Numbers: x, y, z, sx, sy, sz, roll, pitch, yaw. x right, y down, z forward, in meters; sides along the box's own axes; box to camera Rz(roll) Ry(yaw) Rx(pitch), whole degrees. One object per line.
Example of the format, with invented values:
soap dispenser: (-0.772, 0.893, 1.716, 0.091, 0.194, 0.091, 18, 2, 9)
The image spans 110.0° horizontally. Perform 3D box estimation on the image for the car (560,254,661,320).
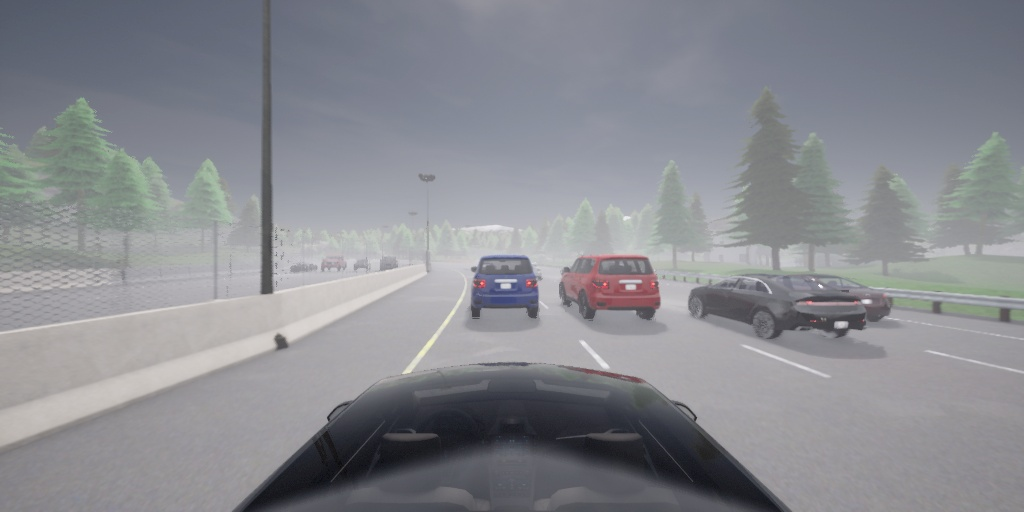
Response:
car: (3.195, 0.967, 12.752, 2.150, 2.045, 5.566, 0, 0, -3)

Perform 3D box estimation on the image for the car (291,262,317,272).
car: (-26.709, 1.465, 46.150, 1.895, 1.301, 4.718, 0, 0, -14)

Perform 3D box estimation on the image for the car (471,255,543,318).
car: (-0.330, 0.974, 13.171, 2.150, 2.045, 5.566, 0, 0, -3)

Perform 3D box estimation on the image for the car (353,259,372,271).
car: (-19.936, 1.102, 47.917, 1.837, 1.490, 4.892, 0, 0, -14)

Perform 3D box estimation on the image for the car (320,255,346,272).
car: (-23.320, 0.834, 47.019, 2.150, 2.045, 5.566, 0, 0, -14)

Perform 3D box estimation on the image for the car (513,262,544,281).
car: (1.319, 1.278, 30.943, 1.812, 1.442, 4.674, 0, 0, -8)

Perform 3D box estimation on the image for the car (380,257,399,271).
car: (-16.538, 1.090, 48.757, 2.150, 2.045, 5.566, 0, 0, -14)

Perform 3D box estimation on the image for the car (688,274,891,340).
car: (6.814, 1.230, 9.956, 2.128, 1.511, 4.902, 0, 0, -2)

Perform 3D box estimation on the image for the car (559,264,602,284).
car: (5.258, 1.345, 28.115, 1.895, 1.301, 4.718, 0, 0, -7)
